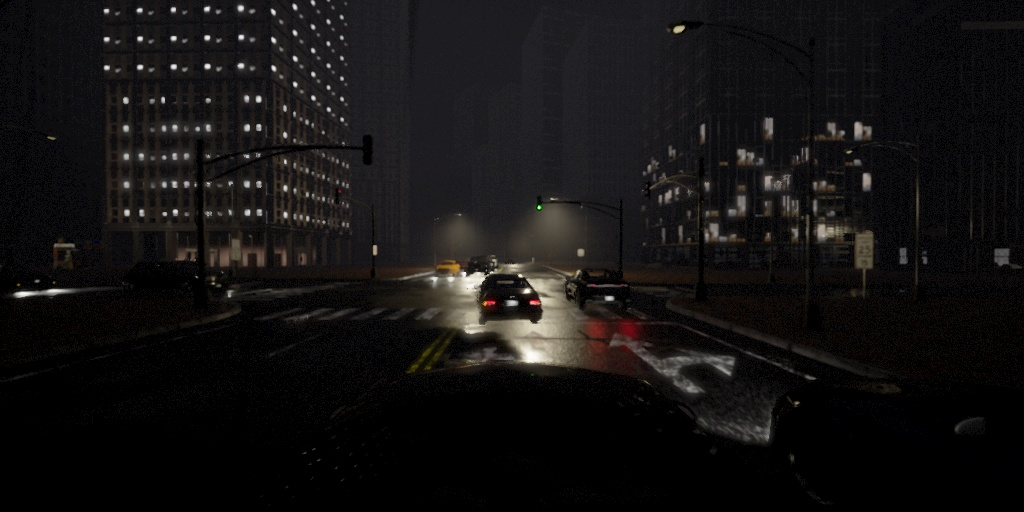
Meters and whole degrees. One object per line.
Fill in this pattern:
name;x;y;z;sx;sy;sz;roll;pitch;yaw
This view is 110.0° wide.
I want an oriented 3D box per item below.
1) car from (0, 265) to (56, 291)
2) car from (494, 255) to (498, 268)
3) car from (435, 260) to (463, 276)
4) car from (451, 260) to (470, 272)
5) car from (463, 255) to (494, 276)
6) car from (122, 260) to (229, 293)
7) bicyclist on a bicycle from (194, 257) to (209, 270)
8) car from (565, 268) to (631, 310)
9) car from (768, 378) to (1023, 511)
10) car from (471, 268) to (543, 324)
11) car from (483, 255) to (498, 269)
car;-28.153;1.199;19.819;4.181;1.385;1.994;0;0;2
car;-3.344;1.073;46.621;2.097;1.767;4.553;0;0;0
car;-6.595;1.213;36.987;1.882;1.535;5.008;0;0;0
car;-6.593;1.247;46.399;1.812;1.442;4.674;0;0;0
car;-3.346;0.957;36.667;2.150;2.045;5.566;0;0;0
car;-18.211;1.034;19.587;4.553;1.767;2.097;0;0;1
bicyclist on a bicycle;-24.702;0.883;28.464;0.582;1.620;1.656;0;1;1
car;3.351;1.254;14.748;2.128;1.511;4.902;0;0;0
car;3.347;1.314;1.579;1.994;1.385;4.181;0;0;0
car;-0.251;1.299;12.008;2.033;1.411;5.357;0;0;-6
car;-3.335;0.926;56.849;2.150;2.045;5.566;0;0;0
